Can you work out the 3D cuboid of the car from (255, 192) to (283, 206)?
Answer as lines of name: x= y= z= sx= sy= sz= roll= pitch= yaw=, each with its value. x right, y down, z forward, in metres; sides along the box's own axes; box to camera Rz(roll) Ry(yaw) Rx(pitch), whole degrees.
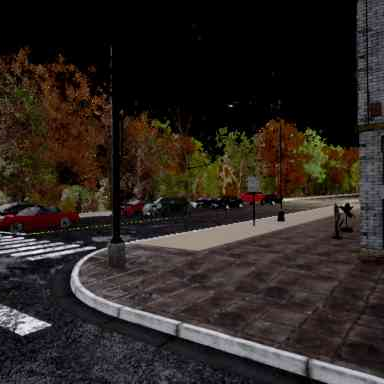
car: x=10.963 y=1.065 z=45.881 sx=1.837 sy=1.490 sz=4.892 roll=-1 pitch=0 yaw=37

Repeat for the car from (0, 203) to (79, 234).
car: x=-8.908 y=1.504 z=18.813 sx=1.895 sy=1.301 sz=4.718 roll=-1 pitch=0 yaw=34

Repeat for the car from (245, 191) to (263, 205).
car: x=8.724 y=0.818 z=48.318 sx=2.150 sy=2.045 sz=5.566 roll=-1 pitch=0 yaw=37

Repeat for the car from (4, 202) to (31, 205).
car: x=-11.333 y=1.448 z=21.125 sx=1.837 sy=1.490 sz=4.892 roll=-1 pitch=0 yaw=36

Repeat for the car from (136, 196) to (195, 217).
car: x=-2.120 y=1.137 z=28.171 sx=2.097 sy=1.767 sz=4.553 roll=-1 pitch=0 yaw=36

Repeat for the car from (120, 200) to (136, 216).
car: x=-4.853 y=1.396 z=29.933 sx=1.994 sy=1.385 sz=4.181 roll=-1 pitch=0 yaw=36

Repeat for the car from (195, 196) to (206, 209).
car: x=1.761 y=1.209 z=38.922 sx=2.128 sy=1.511 sz=4.902 roll=-1 pitch=0 yaw=36

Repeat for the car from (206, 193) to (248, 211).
car: x=3.908 y=1.188 z=36.357 sx=1.837 sy=1.490 sz=4.892 roll=-1 pitch=0 yaw=36
